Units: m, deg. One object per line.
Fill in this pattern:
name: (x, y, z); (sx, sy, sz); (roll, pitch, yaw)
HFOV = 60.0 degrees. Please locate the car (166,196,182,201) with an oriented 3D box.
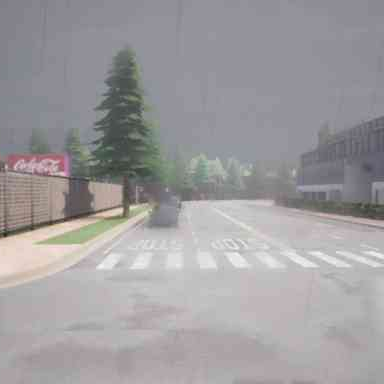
car: (-2.560, 1.336, 47.259); (2.097, 1.767, 4.553); (0, 0, -2)

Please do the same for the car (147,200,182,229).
car: (-1.765, 1.556, 21.610); (1.837, 1.490, 4.892); (0, 0, -2)
